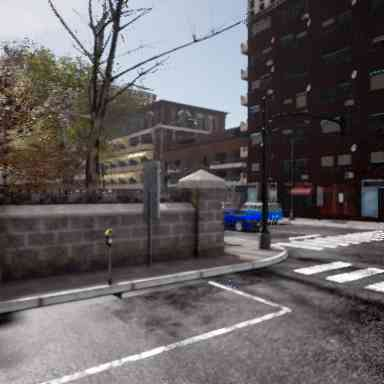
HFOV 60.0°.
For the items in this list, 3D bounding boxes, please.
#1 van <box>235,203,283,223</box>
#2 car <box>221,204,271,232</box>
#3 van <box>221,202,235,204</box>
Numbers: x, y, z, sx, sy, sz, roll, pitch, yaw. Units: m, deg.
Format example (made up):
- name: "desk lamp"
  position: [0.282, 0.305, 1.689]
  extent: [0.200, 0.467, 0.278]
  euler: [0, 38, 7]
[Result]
- name: "van"
  position: [6.061, 1.842, 29.415]
  extent: [1.690, 1.788, 3.998]
  euler: [-1, 0, -36]
- name: "car"
  position: [2.908, 1.904, 23.930]
  extent: [1.882, 1.535, 5.008]
  euler: [0, -1, -36]
- name: "van"
  position: [2.804, 1.932, 33.894]
  extent: [1.690, 1.788, 3.998]
  euler: [-1, 0, -36]
